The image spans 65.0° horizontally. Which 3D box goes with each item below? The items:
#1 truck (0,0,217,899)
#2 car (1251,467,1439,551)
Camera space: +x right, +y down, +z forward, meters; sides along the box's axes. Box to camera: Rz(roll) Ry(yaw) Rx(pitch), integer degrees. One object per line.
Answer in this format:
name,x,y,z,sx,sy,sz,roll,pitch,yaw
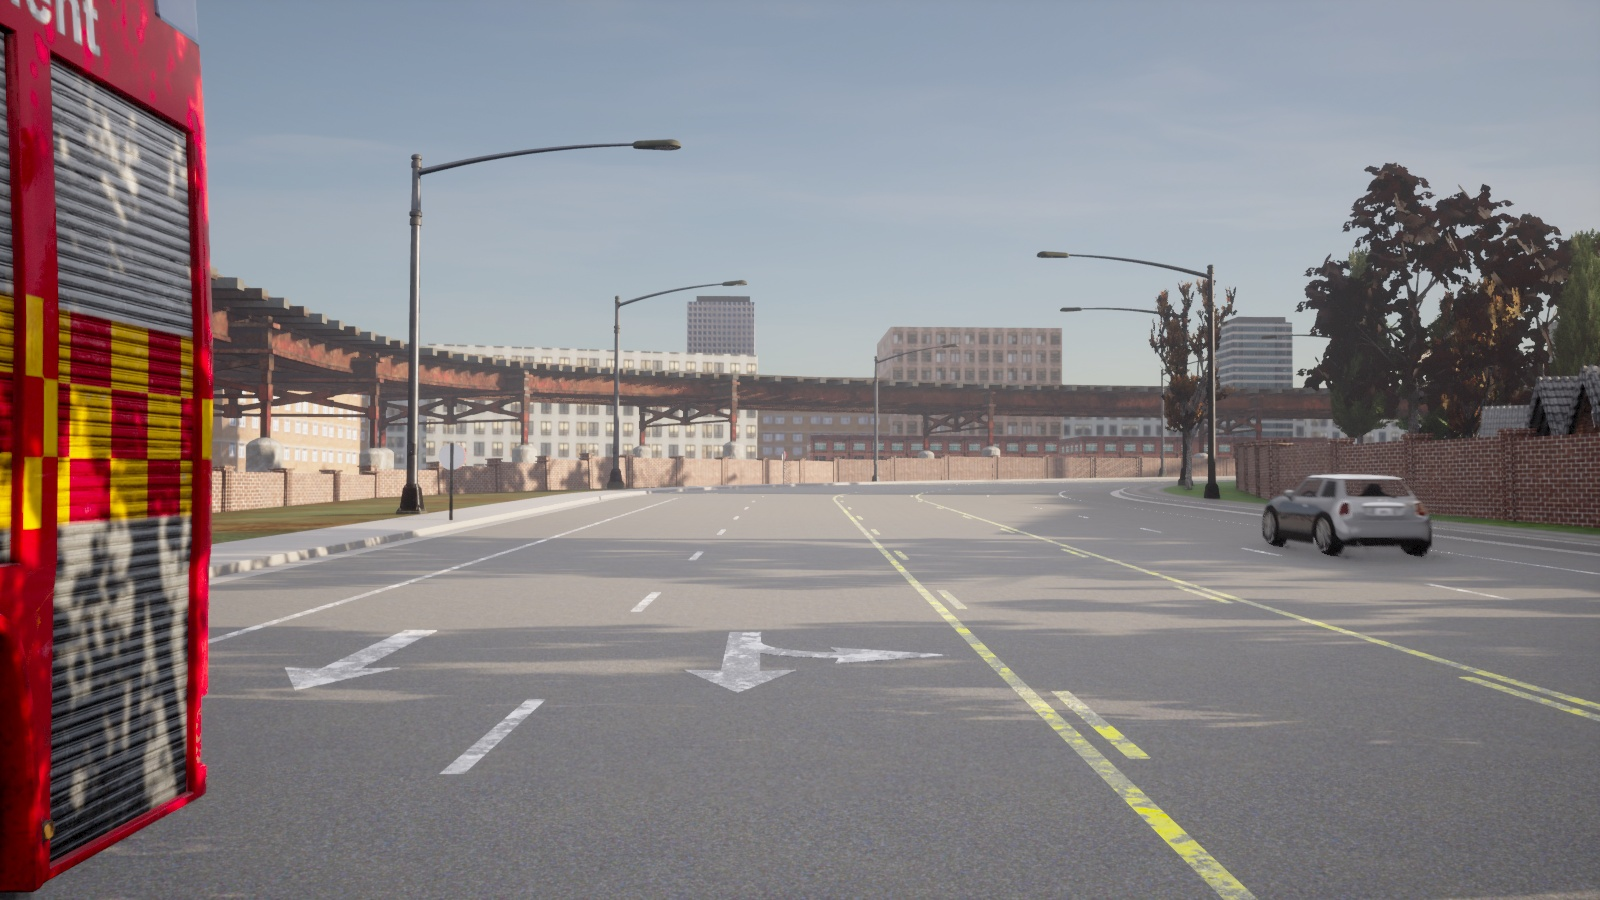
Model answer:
truck,-3.504,-0.332,0.213,2.891,3.827,8.468,0,-1,0
car,10.439,1.080,24.369,1.970,1.475,3.806,0,-1,0
